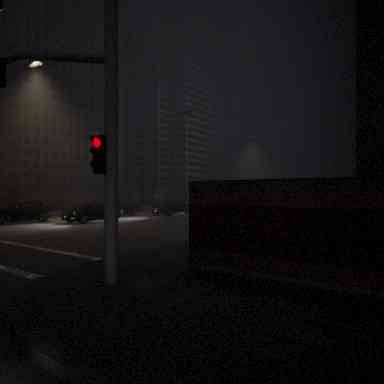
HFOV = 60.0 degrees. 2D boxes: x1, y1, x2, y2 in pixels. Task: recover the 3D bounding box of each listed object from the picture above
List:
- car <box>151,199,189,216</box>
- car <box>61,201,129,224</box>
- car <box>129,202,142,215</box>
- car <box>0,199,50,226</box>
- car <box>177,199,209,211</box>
[{"bbox_3d":[-1.936,1.491,32.742,2.128,1.511,4.902,0,0,36],"label":"car"},{"bbox_3d":[-7.437,1.505,25.146,1.837,1.490,4.892,0,0,36],"label":"car"},{"bbox_3d":[-7.159,1.547,31.503,2.033,1.411,5.357,0,0,36],"label":"car"},{"bbox_3d":[-12.699,1.352,23.818,2.097,1.767,4.553,0,0,36],"label":"car"},{"bbox_3d":[0.184,1.564,41.618,1.994,1.385,4.181,0,0,36],"label":"car"}]
